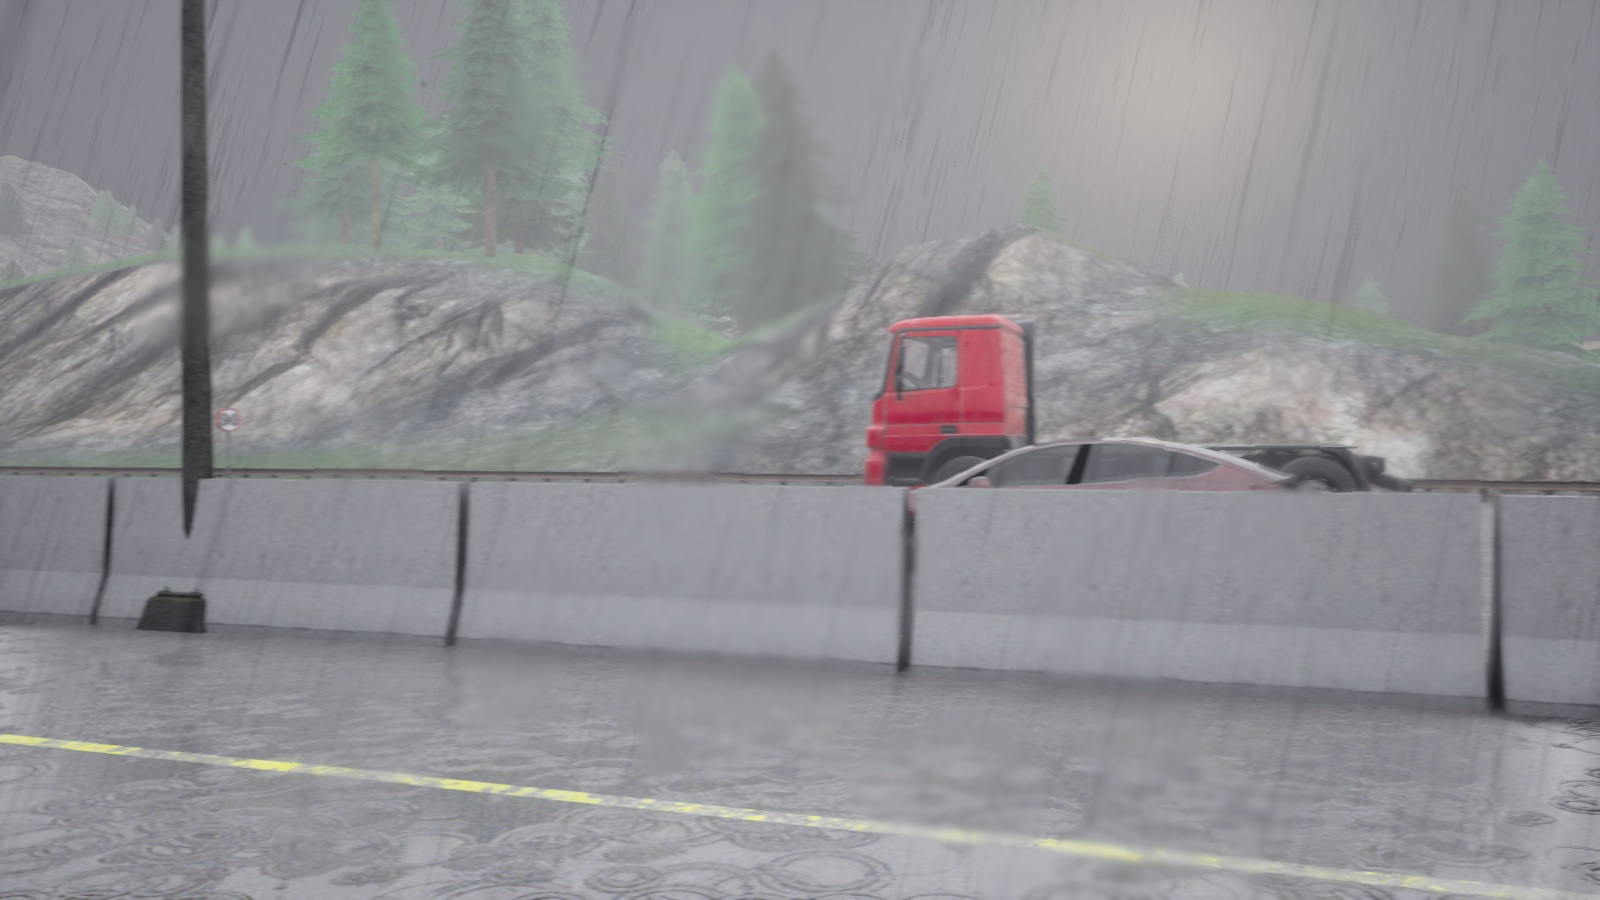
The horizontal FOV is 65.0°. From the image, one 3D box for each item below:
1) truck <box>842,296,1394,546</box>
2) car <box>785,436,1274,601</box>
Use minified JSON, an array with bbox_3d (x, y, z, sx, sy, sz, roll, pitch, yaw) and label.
[{"bbox_3d":[4.891,-0.460,19.995,7.936,3.462,2.891,1,1,19],"label":"truck"},{"bbox_3d":[2.462,0.617,13.442,4.792,1.488,2.163,1,1,19],"label":"car"}]
